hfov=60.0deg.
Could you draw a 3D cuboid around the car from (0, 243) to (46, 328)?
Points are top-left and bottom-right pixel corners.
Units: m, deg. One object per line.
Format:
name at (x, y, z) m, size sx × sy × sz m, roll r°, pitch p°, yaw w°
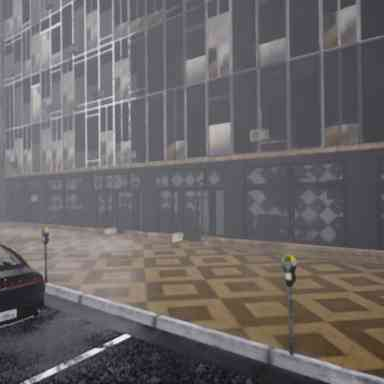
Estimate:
car at (-4.423, 1.541, 6.062) m, size 4.403 × 1.369 × 2.008 m, roll 0°, pitch -1°, yaw 36°
